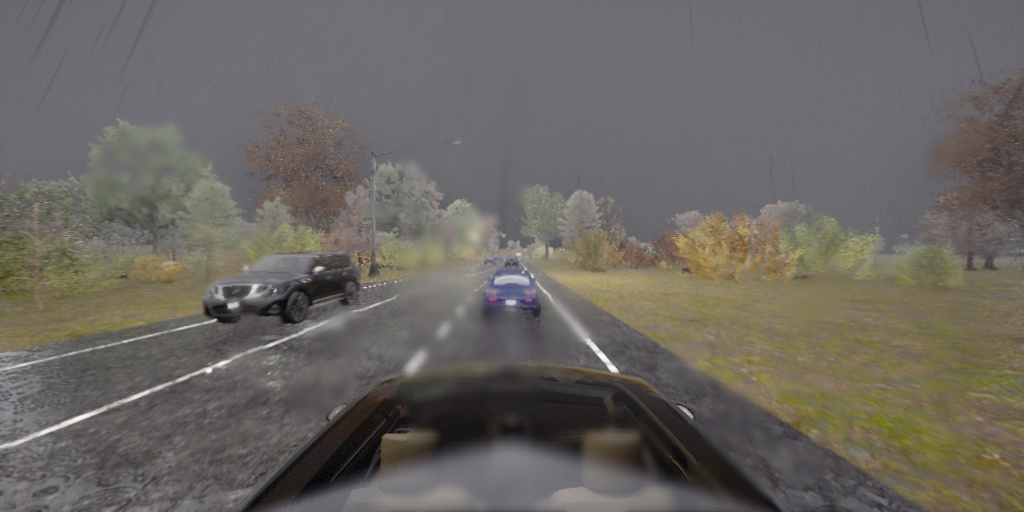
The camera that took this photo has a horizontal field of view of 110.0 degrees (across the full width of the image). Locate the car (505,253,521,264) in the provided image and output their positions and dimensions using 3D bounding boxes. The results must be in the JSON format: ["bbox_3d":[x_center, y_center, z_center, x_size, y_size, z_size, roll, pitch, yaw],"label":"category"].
[{"bbox_3d":[-0.030,0.729,51.898,1.837,1.490,4.892,0,1,0],"label":"car"}]

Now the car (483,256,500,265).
[{"bbox_3d":[-3.535,0.696,58.047,2.033,1.411,5.357,0,1,0],"label":"car"}]

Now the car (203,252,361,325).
[{"bbox_3d":[-6.989,0.874,11.791,2.150,2.045,5.566,0,1,0],"label":"car"}]

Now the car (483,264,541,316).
[{"bbox_3d":[-0.005,1.169,12.679,1.812,1.442,4.674,0,1,0],"label":"car"}]
